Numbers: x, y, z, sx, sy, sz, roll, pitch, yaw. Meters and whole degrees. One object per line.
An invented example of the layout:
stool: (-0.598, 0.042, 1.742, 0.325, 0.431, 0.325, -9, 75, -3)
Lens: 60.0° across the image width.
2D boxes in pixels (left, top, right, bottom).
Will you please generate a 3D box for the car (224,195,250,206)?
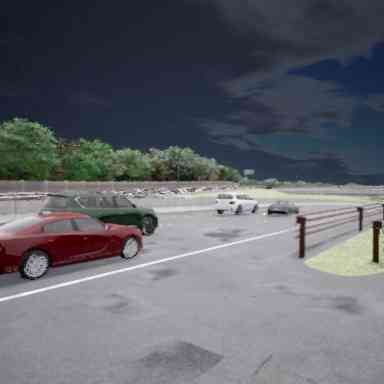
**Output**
car: (7.259, 1.353, 53.476, 2.097, 1.767, 4.553, 1, 0, 37)

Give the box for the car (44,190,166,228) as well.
car: (-3.939, 1.048, 14.898, 2.150, 2.045, 5.566, 1, 0, 37)

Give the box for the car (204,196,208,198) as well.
car: (4.898, 1.515, 56.130, 2.033, 1.411, 5.357, 1, 0, 38)

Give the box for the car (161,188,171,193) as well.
car: (-6.705, -0.123, 82.016, 1.882, 1.535, 5.008, 1, 2, 24)

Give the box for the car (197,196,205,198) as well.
car: (1.650, 1.435, 57.647, 1.812, 1.442, 4.674, 1, -1, 37)

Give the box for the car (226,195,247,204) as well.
car: (9.063, 1.495, 67.485, 2.097, 1.767, 4.553, 1, -1, 37)

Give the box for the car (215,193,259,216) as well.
car: (4.375, 1.122, 31.845, 2.150, 2.045, 5.566, 1, 0, 37)

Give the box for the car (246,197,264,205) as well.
car: (12.635, 1.778, 66.422, 1.994, 1.385, 4.181, 1, -1, 37)

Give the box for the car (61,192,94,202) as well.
car: (-18.482, 0.692, 54.066, 2.033, 1.411, 5.357, 1, 1, 21)

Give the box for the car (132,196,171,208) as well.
car: (-5.109, 1.238, 42.844, 2.128, 1.511, 4.902, 1, 0, 37)

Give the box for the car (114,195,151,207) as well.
car: (-7.973, 1.204, 44.858, 1.837, 1.490, 4.892, 1, 0, 37)

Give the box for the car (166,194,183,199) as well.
car: (-2.267, 1.285, 40.804, 2.128, 1.511, 4.902, 1, 0, 37)

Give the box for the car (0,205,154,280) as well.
car: (-3.609, 1.340, 9.669, 1.882, 1.535, 5.008, 1, 0, 37)

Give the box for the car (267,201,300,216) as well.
car: (8.896, 1.540, 32.052, 1.994, 1.385, 4.181, 1, 0, 37)
